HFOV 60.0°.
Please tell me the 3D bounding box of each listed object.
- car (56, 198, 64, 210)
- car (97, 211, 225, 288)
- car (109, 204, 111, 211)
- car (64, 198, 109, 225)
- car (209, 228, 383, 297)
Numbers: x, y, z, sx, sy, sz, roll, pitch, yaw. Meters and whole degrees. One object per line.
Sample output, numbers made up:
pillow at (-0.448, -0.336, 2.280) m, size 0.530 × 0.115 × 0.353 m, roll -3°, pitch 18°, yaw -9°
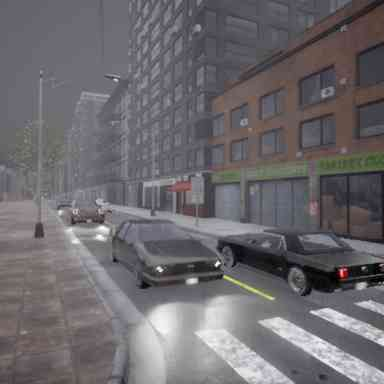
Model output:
car at (-16.065, 1.477, 41.899) m, size 2.033 × 1.411 × 5.357 m, roll 1°, pitch -1°, yaw -25°
car at (-1.122, 1.505, 9.507) m, size 2.033 × 1.411 × 5.357 m, roll 1°, pitch 0°, yaw -25°
car at (-9.754, 1.453, 35.093) m, size 1.812 × 1.442 × 4.674 m, roll 1°, pitch 0°, yaw -25°
car at (-7.448, 1.260, 23.134) m, size 2.097 × 1.767 × 4.553 m, roll 1°, pitch 0°, yaw -25°
car at (2.488, 1.598, 8.724) m, size 1.895 × 1.301 × 4.718 m, roll 1°, pitch 0°, yaw -25°
